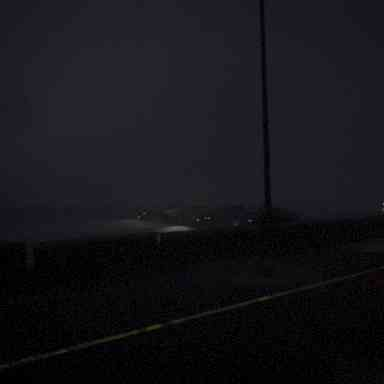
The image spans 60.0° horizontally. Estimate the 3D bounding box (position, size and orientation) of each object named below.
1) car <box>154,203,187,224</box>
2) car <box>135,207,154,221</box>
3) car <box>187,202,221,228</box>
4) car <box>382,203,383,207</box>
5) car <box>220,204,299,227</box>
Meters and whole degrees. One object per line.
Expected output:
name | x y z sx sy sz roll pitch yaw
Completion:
car | -0.019 1.570 25.464 5.008 1.535 1.882 0 0 -35
car | -2.097 1.639 28.281 5.357 1.411 2.033 0 0 -35
car | 2.352 1.600 22.856 4.892 1.490 1.837 1 0 -35
car | 32.105 1.962 52.562 4.718 1.301 1.895 0 0 -35
car | 4.420 1.588 20.032 4.902 1.511 2.128 0 0 -35
